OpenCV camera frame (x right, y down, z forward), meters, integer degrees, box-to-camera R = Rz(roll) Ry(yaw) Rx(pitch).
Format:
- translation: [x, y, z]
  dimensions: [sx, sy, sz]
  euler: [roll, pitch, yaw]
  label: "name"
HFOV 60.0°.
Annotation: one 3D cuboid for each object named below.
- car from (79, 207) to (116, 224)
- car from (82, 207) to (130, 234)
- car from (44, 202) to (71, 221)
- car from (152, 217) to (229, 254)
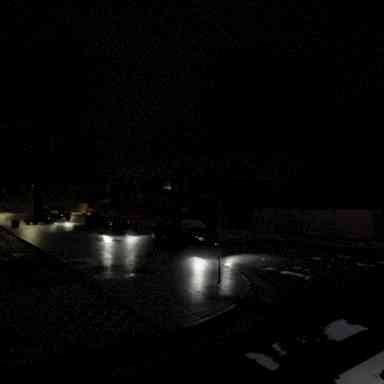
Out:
- translation: [-9.708, 2.312, 33.908]
  dimensions: [2.128, 1.511, 4.902]
  euler: [1, -2, -35]
  label: "car"
- translation: [-6.196, 2.071, 24.061]
  dimensions: [1.882, 1.535, 5.008]
  euler: [1, -2, -36]
  label: "car"
- translation: [-14.957, 2.105, 36.415]
  dimensions: [2.150, 2.045, 5.566]
  euler: [1, -2, -35]
  label: "car"
- translation: [-0.260, 1.908, 15.566]
  dimensions: [1.812, 1.442, 4.674]
  euler: [1, -2, -34]
  label: "car"
